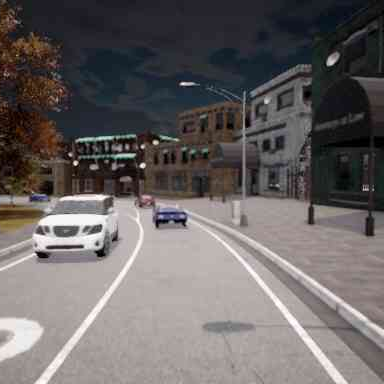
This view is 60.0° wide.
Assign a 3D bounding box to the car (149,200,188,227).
[{"bbox_3d":[-1.527,1.402,21.142,1.895,1.301,4.718,-1,1,-10],"label":"car"}]

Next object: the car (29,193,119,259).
[{"bbox_3d":[-4.080,1.134,12.673,2.150,2.045,5.566,0,0,-6],"label":"car"}]

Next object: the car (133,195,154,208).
[{"bbox_3d":[-5.479,1.026,38.421,1.812,1.442,4.674,-1,1,-19],"label":"car"}]
